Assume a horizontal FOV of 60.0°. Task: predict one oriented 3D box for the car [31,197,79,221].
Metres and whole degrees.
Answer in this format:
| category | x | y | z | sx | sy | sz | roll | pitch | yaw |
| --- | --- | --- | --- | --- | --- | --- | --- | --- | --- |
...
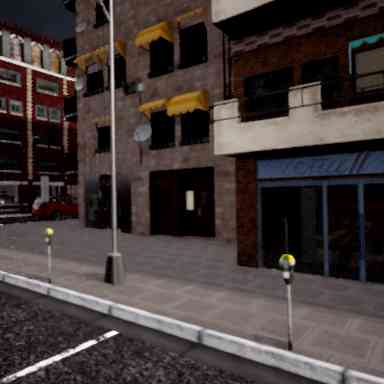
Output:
| category | x | y | z | sx | sy | sz | roll | pitch | yaw |
| --- | --- | --- | --- | --- | --- | --- | --- | --- | --- |
| car | -9.872 | 1.269 | 25.956 | 2.192 | 1.841 | 5.009 | -1 | -1 | 36 |
